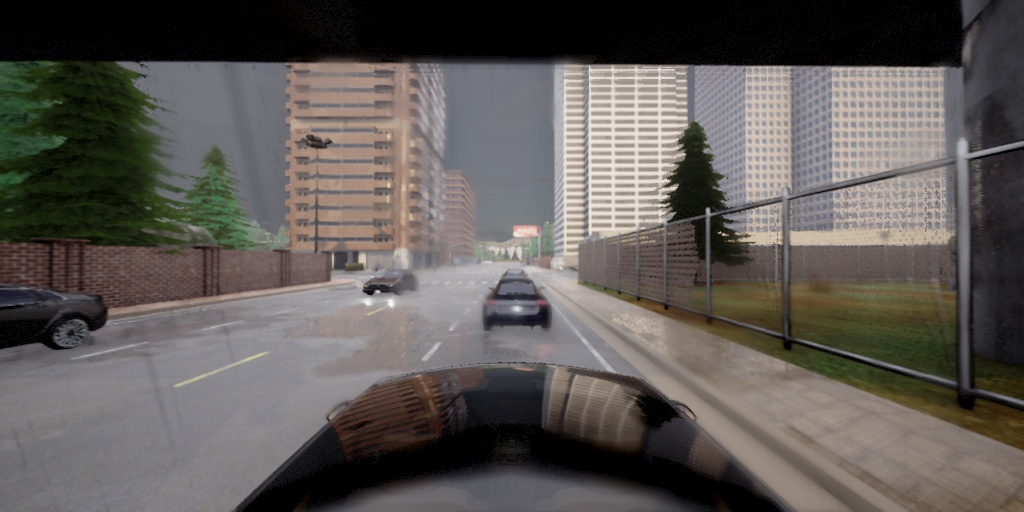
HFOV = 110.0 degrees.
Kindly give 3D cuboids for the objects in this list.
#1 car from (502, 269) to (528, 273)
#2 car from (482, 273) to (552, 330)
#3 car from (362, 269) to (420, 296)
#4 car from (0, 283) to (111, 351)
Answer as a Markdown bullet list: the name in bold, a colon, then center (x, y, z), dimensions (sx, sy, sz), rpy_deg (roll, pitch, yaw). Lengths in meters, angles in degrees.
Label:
- **car**: center (0.193, 1.545, 23.933), dimensions (1.994, 1.385, 4.181), rpy_deg (0, -1, 1)
- **car**: center (0.145, 1.415, 11.530), dimensions (1.994, 1.385, 4.181), rpy_deg (0, -1, 0)
- **car**: center (-6.947, 1.497, 21.240), dimensions (2.033, 1.411, 5.357), rpy_deg (0, -1, 0)
- **car**: center (-10.581, 1.286, 6.491), dimensions (2.128, 1.511, 4.902), rpy_deg (0, -1, 0)
